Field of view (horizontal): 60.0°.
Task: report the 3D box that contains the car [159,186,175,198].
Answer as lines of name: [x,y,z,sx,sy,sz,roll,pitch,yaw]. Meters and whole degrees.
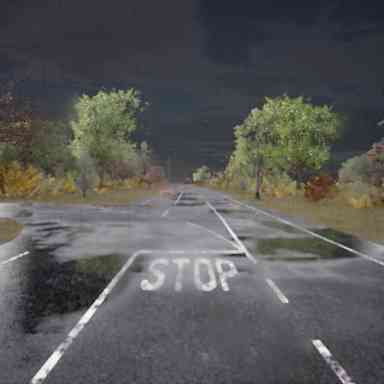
car: [-3.588,-0.074,48.776,2.097,1.767,4.553,0,2,0]
